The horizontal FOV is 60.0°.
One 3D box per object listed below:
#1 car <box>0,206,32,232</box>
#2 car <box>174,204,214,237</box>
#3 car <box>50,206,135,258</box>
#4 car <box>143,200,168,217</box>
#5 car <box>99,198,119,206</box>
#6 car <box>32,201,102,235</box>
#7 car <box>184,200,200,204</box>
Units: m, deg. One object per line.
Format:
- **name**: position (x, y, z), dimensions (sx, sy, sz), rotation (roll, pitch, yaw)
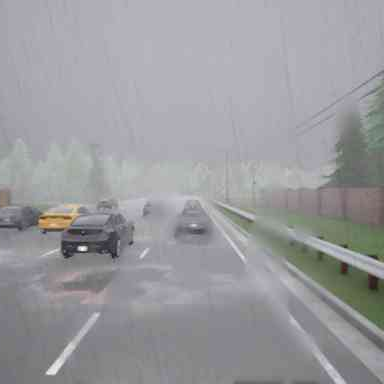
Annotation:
- **car**: position (-10.398, 1.553, 20.185), dimensions (2.033, 1.411, 5.357), rotation (0, 0, 0)
- **car**: position (0.100, 1.568, 17.990), dimensions (1.994, 1.385, 4.181), rotation (0, 0, 0)
- **car**: position (-3.401, 1.508, 12.764), dimensions (1.837, 1.490, 4.892), rotation (0, 0, 0)
- **car**: position (-3.400, 1.499, 31.116), dimensions (2.128, 1.511, 4.902), rotation (0, 0, 0)
- **car**: position (-10.398, 1.515, 41.242), dimensions (1.837, 1.490, 4.892), rotation (0, 0, 0)
- **car**: position (-6.901, 1.482, 19.038), dimensions (1.882, 1.535, 5.008), rotation (0, 0, 0)
- **car**: position (0.099, 1.556, 36.257), dimensions (2.033, 1.411, 5.357), rotation (0, 0, 0)
